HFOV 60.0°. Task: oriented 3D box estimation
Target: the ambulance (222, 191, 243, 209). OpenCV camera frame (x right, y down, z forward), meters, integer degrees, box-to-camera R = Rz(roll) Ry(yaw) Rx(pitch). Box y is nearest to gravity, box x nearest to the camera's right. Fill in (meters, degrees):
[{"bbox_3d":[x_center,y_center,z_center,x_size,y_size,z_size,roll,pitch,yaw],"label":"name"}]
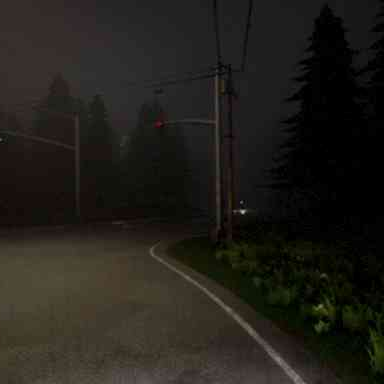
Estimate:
[{"bbox_3d":[5.532,1.141,47.628,2.351,2.431,6.366,-1,0,-7],"label":"ambulance"}]
